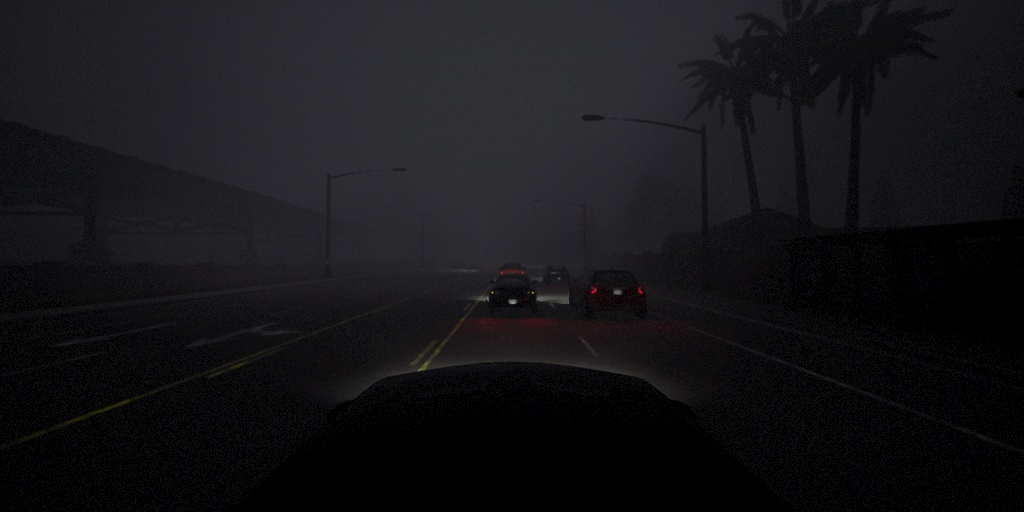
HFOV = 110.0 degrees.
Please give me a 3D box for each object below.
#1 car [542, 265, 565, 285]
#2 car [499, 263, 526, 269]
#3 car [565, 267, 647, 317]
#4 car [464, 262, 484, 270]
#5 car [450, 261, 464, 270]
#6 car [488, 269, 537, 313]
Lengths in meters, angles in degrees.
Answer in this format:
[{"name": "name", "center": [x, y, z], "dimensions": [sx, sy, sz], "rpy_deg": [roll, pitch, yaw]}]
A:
[{"name": "car", "center": [3.541, 1.478, 29.104], "dimensions": [2.128, 1.511, 4.902], "rpy_deg": [0, 0, 1]}, {"name": "car", "center": [0.042, 1.336, 29.058], "dimensions": [2.097, 1.767, 4.553], "rpy_deg": [0, 0, 1]}, {"name": "car", "center": [3.542, 1.248, 14.073], "dimensions": [2.097, 1.767, 4.553], "rpy_deg": [0, -1, 0]}, {"name": "car", "center": [-6.237, 1.732, 62.215], "dimensions": [1.895, 1.301, 4.718], "rpy_deg": [0, 0, 10]}, {"name": "car", "center": [-9.488, 1.675, 63.693], "dimensions": [1.812, 1.442, 4.674], "rpy_deg": [0, 0, 10]}, {"name": "car", "center": [0.049, 1.427, 14.785], "dimensions": [1.812, 1.442, 4.674], "rpy_deg": [0, 0, 1]}]
